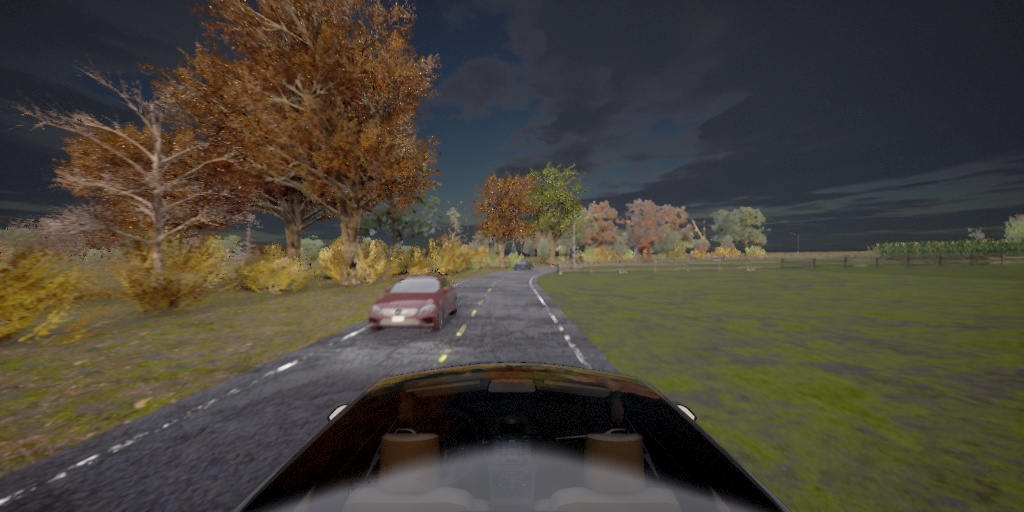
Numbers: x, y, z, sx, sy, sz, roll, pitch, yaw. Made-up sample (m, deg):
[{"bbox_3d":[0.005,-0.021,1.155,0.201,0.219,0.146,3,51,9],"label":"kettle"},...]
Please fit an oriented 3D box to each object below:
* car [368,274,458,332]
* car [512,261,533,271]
[{"bbox_3d":[-2.830,1.318,11.225,1.812,1.442,4.674,0,0,0],"label":"car"},{"bbox_3d":[1.624,1.418,51.822,2.033,1.411,5.357,0,0,18],"label":"car"}]
